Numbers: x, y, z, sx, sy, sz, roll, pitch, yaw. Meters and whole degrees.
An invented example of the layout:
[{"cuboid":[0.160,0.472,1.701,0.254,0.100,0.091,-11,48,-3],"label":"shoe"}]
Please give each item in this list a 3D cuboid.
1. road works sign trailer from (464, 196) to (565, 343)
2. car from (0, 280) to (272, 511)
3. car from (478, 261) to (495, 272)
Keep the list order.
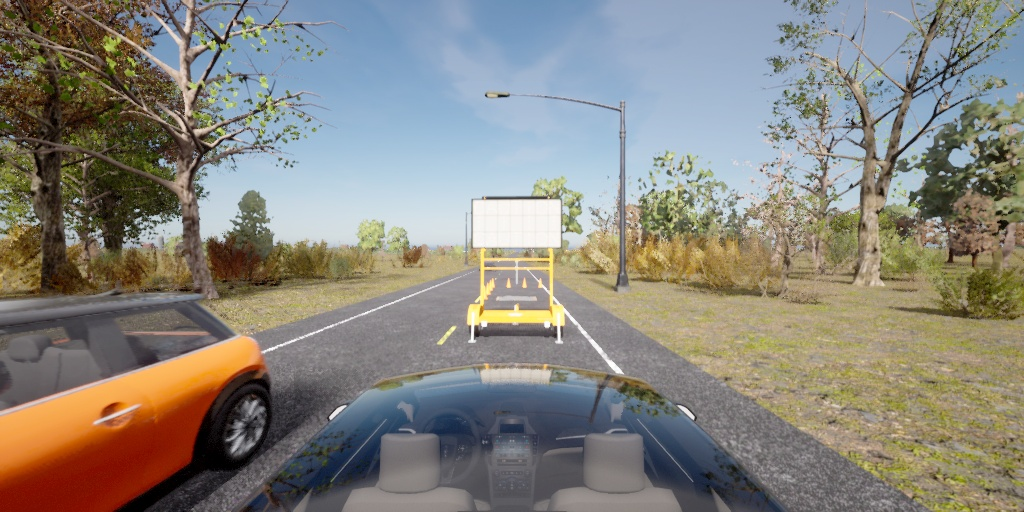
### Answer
[{"cuboid":[0.130,0.209,9.638,2.380,3.560,2.880,0,0,2],"label":"road works sign trailer"},{"cuboid":[-3.578,1.102,1.822,2.097,1.767,4.553,0,0,1],"label":"car"},{"cuboid":[-3.142,1.281,45.436,1.994,1.385,4.181,0,0,0],"label":"car"}]
